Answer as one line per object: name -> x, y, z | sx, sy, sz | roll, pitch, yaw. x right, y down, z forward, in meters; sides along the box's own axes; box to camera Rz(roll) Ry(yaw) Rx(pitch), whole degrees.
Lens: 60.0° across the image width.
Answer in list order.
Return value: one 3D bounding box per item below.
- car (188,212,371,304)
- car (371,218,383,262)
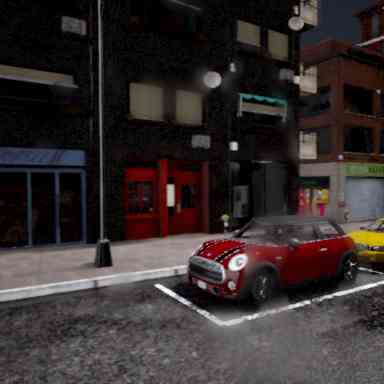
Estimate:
car -> 1.895, 1.297, 7.612 | 4.097, 1.590, 1.967 | 0, 0, -32
car -> 6.449, 1.374, 10.427 | 4.829, 1.417, 1.752 | 0, 0, -32
